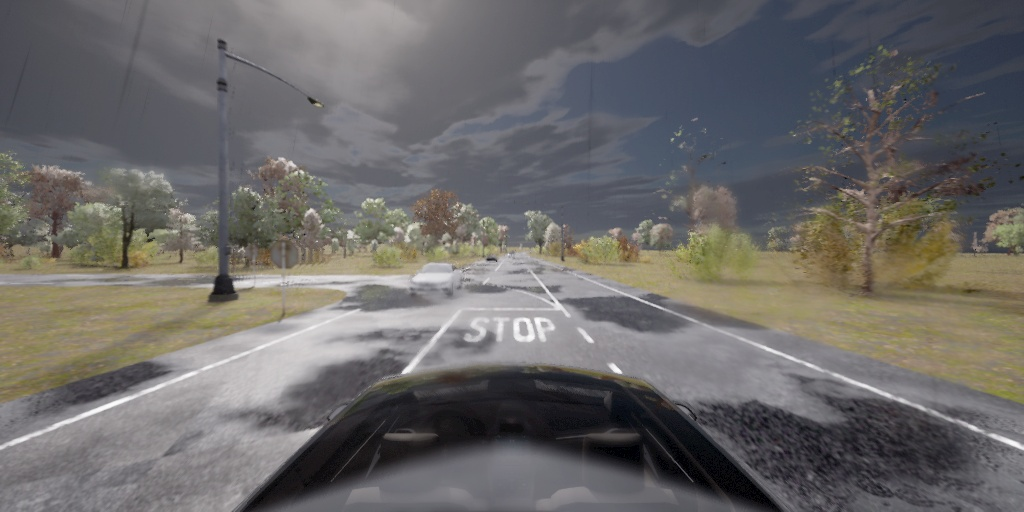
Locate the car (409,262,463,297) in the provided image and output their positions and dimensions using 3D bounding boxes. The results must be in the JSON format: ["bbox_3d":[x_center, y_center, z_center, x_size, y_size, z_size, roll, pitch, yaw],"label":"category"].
[{"bbox_3d":[-3.480,1.038,17.140,1.812,1.442,4.674,0,1,0],"label":"car"}]

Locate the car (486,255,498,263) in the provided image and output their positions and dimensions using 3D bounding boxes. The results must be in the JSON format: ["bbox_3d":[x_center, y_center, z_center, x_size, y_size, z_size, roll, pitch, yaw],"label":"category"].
[{"bbox_3d":[-3.392,0.442,60.344,1.895,1.301,4.718,0,1,0],"label":"car"}]
